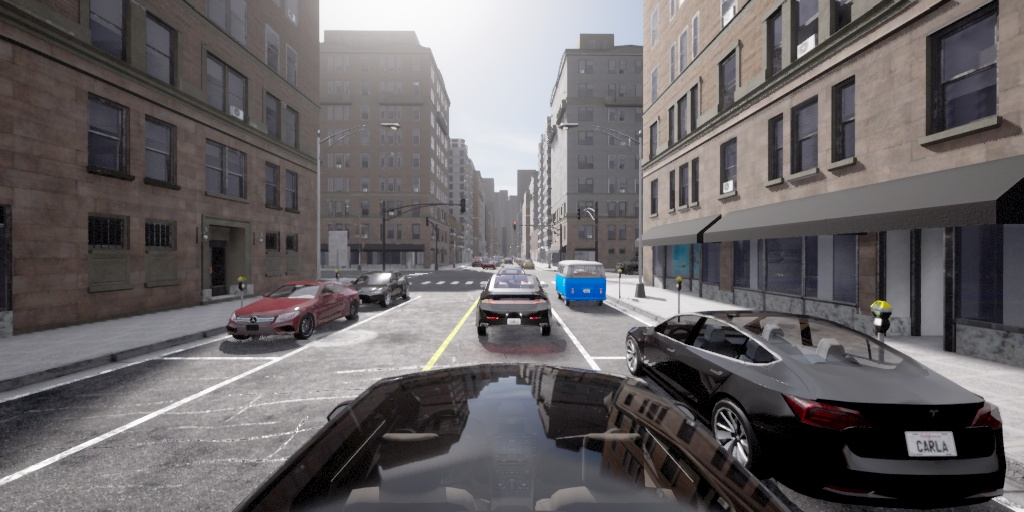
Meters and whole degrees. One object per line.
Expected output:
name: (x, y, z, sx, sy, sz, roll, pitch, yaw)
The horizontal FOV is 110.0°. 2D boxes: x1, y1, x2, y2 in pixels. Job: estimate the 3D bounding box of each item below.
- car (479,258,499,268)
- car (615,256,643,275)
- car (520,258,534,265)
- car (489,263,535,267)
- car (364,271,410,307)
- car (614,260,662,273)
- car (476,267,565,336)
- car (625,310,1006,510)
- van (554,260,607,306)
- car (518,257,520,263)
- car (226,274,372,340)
car: (-3.377, 1.343, 52.870, 1.895, 1.301, 4.718, 0, 0, -1)
car: (14.103, 0.961, 38.823, 5.566, 2.045, 2.150, 0, 0, -1)
car: (2.546, 1.267, 54.778, 1.751, 1.417, 4.829, 0, 0, -1)
car: (-0.034, 1.297, 20.131, 2.033, 1.411, 5.357, 0, 0, 0)
car: (-5.694, 1.315, 15.393, 1.948, 1.339, 4.313, 0, 0, 0)
car: (14.726, 1.211, 42.081, 5.008, 1.535, 1.882, 0, 0, -1)
car: (0.057, 1.241, 10.388, 2.128, 1.511, 4.902, 0, 0, 0)
car: (2.852, 1.316, 4.522, 1.948, 1.339, 4.313, 0, 0, 0)
van: (2.831, 1.090, 15.419, 1.690, 1.789, 3.998, 0, 0, 0)
car: (2.462, 1.179, 60.133, 1.967, 1.591, 4.097, 0, 0, -1)
car: (-5.683, 1.332, 9.942, 1.802, 1.307, 4.207, 0, 0, 0)
